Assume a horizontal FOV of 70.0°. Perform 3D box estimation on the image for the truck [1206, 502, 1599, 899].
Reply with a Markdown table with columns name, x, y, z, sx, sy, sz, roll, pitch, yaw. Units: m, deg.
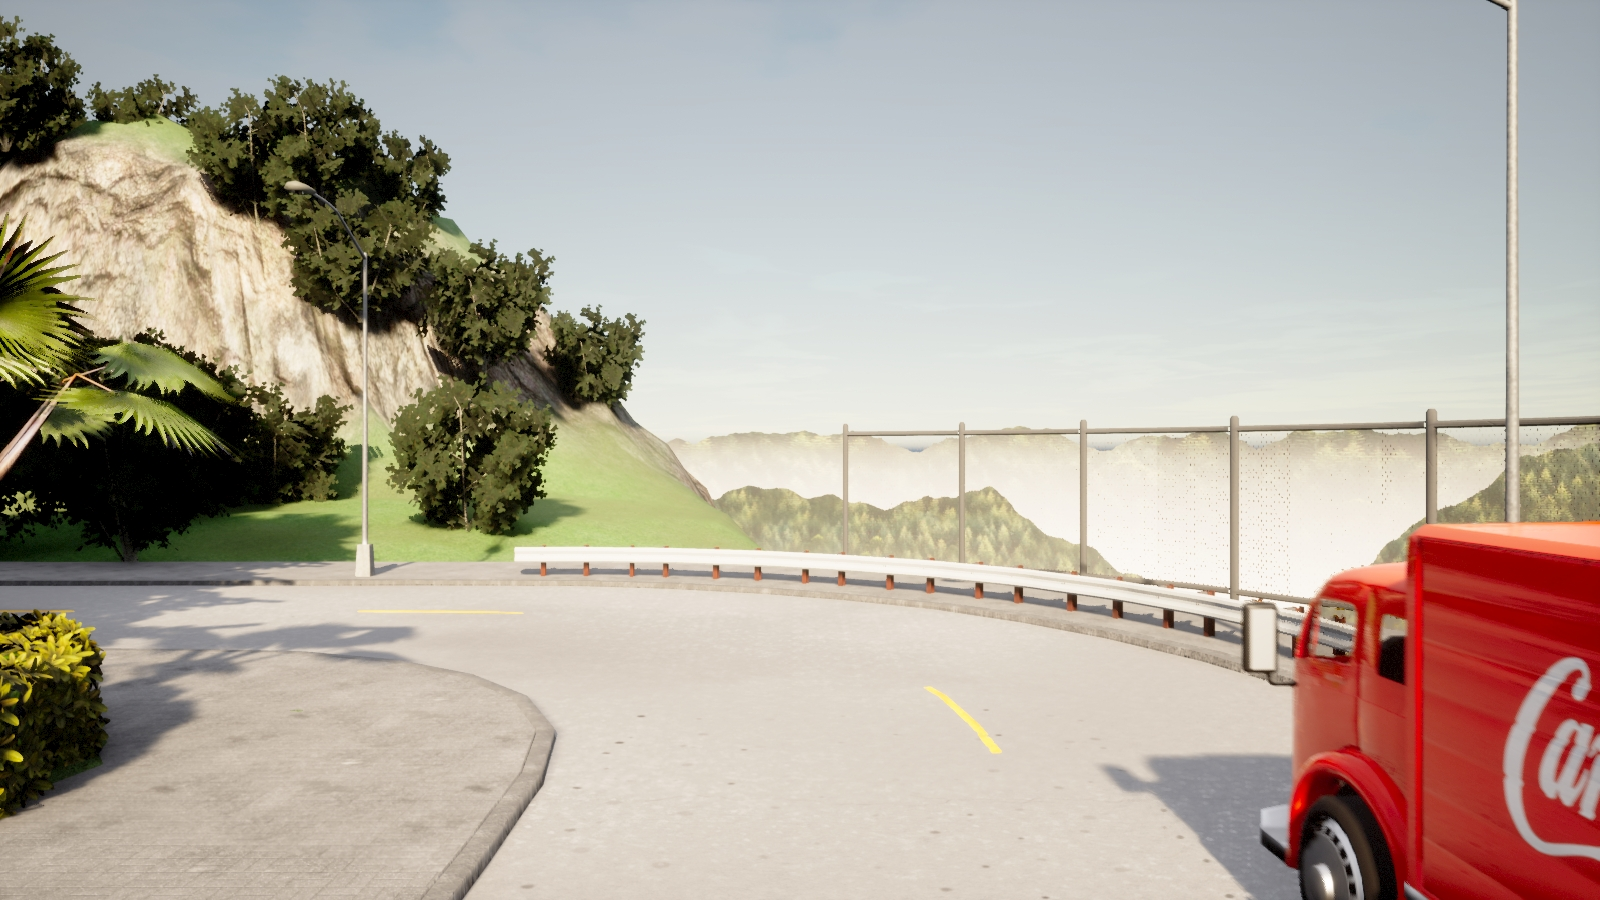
| name | x | y | z | sx | sy | sz | roll | pitch | yaw |
| --- | --- | --- | --- | --- | --- | --- | --- | --- | --- |
| truck | 3.955 | 1.568 | 4.716 | 2.627 | 2.467 | 5.204 | 0 | 0 | -1 |
